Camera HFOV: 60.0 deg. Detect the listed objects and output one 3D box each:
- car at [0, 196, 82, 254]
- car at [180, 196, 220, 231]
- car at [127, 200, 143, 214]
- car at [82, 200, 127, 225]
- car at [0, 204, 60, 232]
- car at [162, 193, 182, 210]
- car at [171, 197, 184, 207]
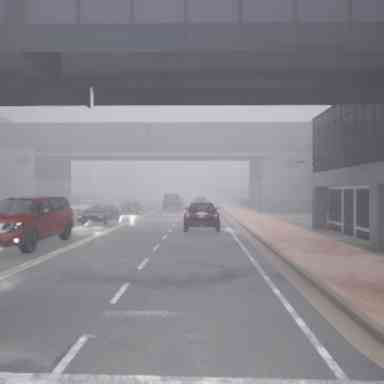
[{"bbox_3d":[-6.766,1.193,13.781,2.150,2.045,5.566,0,0,2],"label":"car"},{"bbox_3d":[0.605,1.336,20.644,2.097,1.767,4.553,0,0,1],"label":"car"},{"bbox_3d":[-6.235,1.520,33.947,1.994,1.385,4.181,0,0,2],"label":"car"},{"bbox_3d":[-6.495,1.511,24.029,2.033,1.411,5.357,0,0,2],"label":"car"},{"bbox_3d":[-10.089,1.521,20.787,1.994,1.385,4.181,0,0,2],"label":"car"},{"bbox_3d":[-2.453,1.181,41.759,2.150,2.045,5.566,0,0,1],"label":"car"},{"bbox_3d":[-2.205,1.478,51.414,1.812,1.442,4.674,0,0,1],"label":"car"}]
